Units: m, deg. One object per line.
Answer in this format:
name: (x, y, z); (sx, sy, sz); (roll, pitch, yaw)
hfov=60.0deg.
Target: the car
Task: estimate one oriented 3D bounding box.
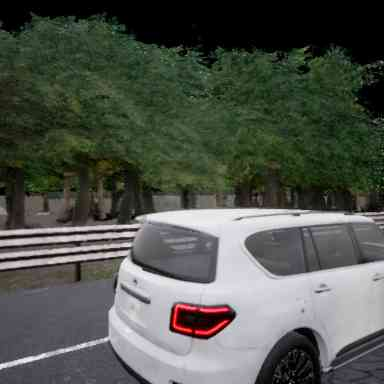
car: (1.605, 1.258, 4.881); (5.566, 2.045, 2.150); (1, 0, -35)
